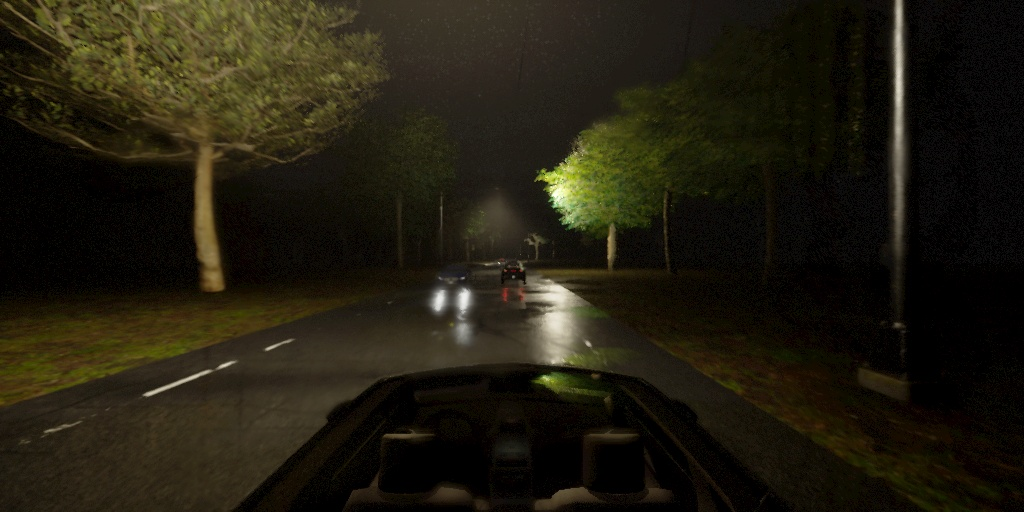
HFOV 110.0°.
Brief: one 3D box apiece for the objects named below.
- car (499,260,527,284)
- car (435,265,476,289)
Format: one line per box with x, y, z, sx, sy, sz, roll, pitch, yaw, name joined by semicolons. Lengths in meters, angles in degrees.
0.113;1.266;27.341;2.128;1.511;4.902;0;0;0;car
-3.577;1.293;23.348;1.812;1.442;4.674;0;0;0;car
